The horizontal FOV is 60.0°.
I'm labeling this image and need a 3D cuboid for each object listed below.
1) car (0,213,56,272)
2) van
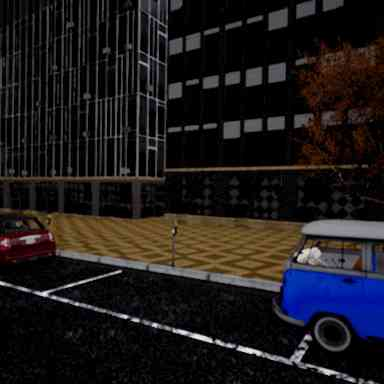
[{"bbox_3d":[-6.264,1.431,10.568,4.097,1.590,1.967,0,1,32],"label":"car"},{"bbox_3d":[3.241,1.340,4.551,3.998,1.788,1.690,0,1,32],"label":"van"}]
